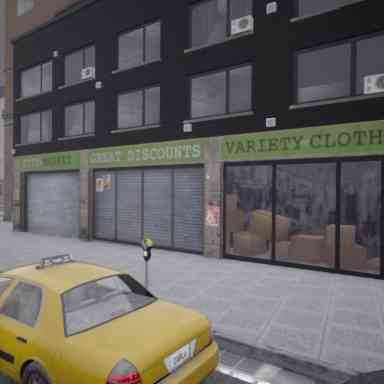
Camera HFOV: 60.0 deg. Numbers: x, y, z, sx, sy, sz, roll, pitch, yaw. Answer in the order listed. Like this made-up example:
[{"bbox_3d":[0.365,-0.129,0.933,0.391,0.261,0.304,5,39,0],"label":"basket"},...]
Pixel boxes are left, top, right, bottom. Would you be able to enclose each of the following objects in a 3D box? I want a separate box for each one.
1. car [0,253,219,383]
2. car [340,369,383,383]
[{"bbox_3d":[-1.990,1.524,4.502,4.829,1.417,1.752,0,1,35],"label":"car"},{"bbox_3d":[2.701,1.551,1.167,4.403,1.369,2.008,0,1,35],"label":"car"}]
